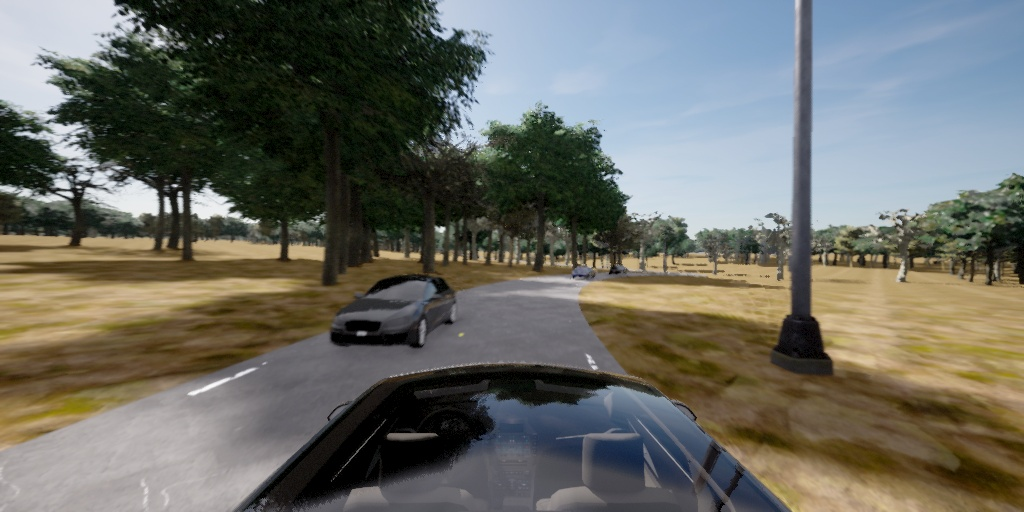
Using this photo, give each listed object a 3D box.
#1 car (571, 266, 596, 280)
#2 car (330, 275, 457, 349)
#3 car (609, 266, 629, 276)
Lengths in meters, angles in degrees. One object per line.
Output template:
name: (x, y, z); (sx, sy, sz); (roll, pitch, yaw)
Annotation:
car: (8.028, 1.835, 39.886); (2.033, 1.411, 5.357); (1, -1, 24)
car: (-2.729, 1.271, 9.372); (1.837, 1.490, 4.892); (1, 0, 4)
car: (16.398, 2.211, 54.957); (1.837, 1.490, 4.892); (2, -1, 34)
